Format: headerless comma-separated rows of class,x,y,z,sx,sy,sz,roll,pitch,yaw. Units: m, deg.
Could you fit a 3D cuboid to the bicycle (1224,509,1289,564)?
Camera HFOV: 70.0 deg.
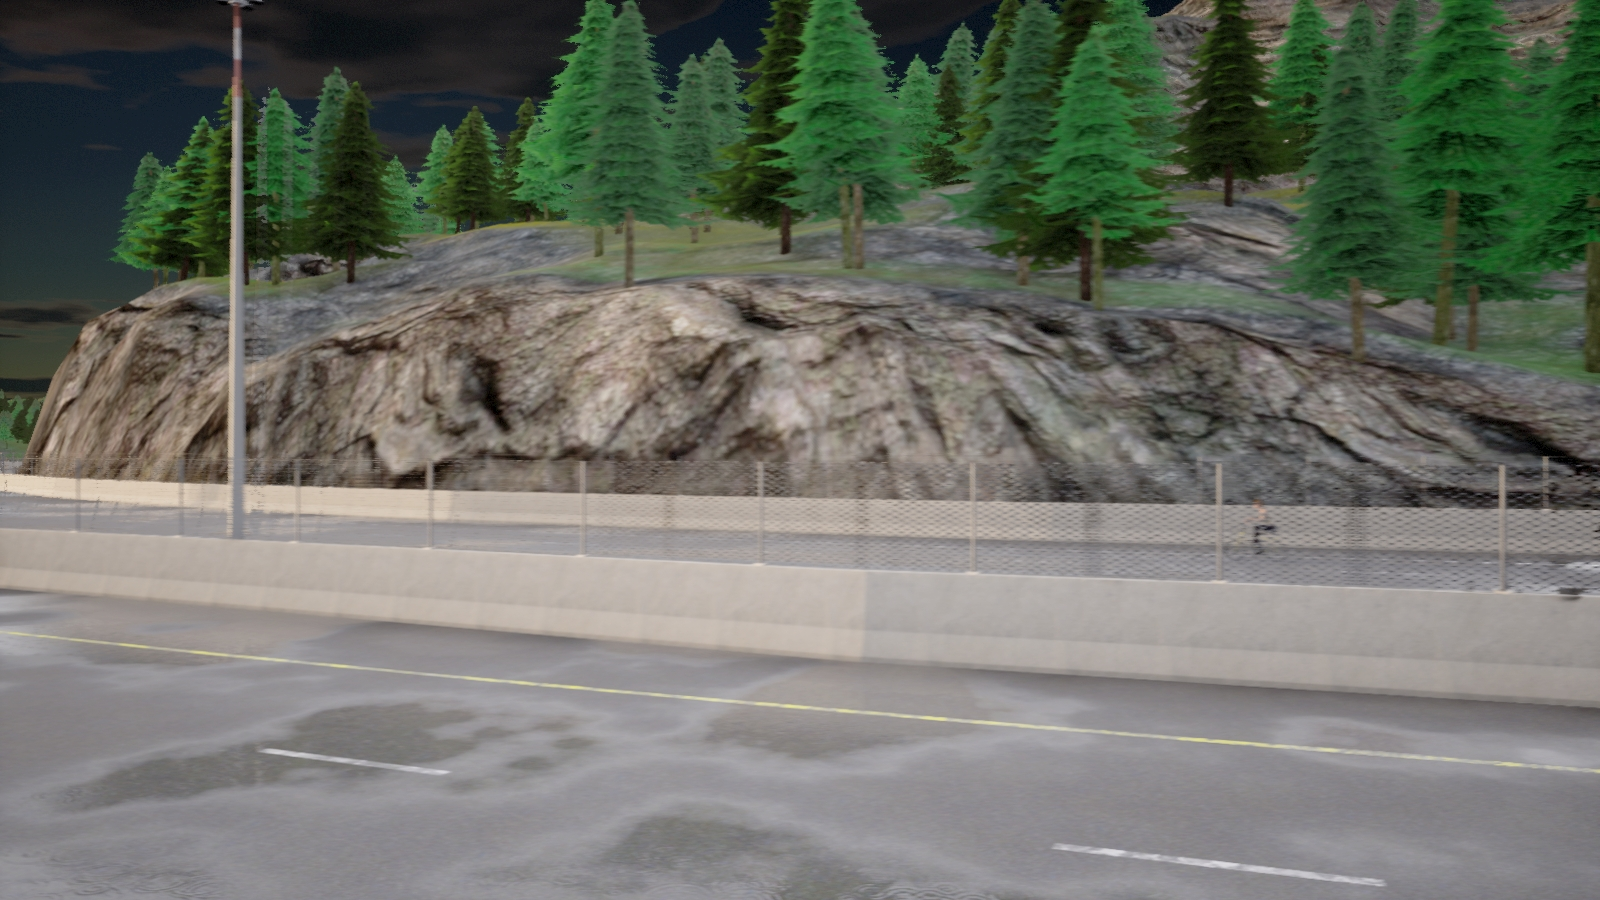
bicycle,11.503,2.176,28.828,1.487,1.295,0.859,0,0,20
